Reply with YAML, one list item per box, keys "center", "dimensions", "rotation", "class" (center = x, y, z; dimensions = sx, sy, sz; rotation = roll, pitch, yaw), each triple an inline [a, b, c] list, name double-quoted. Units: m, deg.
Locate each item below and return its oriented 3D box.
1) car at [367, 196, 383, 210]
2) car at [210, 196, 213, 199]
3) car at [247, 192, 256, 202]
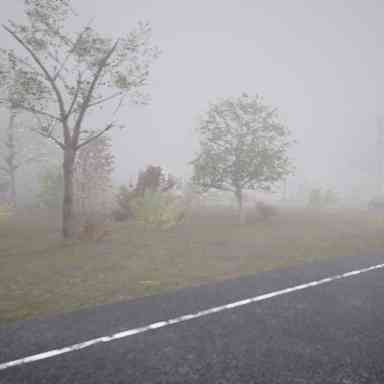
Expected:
- center: [23.501, 1.261, 39.499]
  dimensions: [2.097, 1.767, 4.553]
  rotation: [0, 0, -37]
  class: "car"
- center: [4.208, 1.281, 64.923]
  dimensions: [1.812, 1.442, 4.674]
  rotation: [0, 0, -37]
  class: "car"
- center: [10.579, 0.972, 68.097]
  dimensions: [2.150, 2.045, 5.566]
  rotation: [0, 0, -37]
  class: "car"
